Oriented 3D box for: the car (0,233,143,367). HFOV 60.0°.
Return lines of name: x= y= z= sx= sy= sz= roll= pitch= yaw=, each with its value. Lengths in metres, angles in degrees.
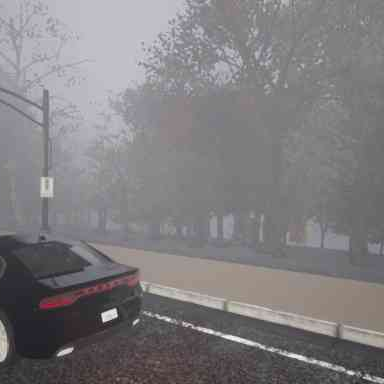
car: x=-3.076 y=1.476 z=5.871 sx=5.008 sy=1.535 sz=1.882 roll=0 pitch=0 yaw=37
